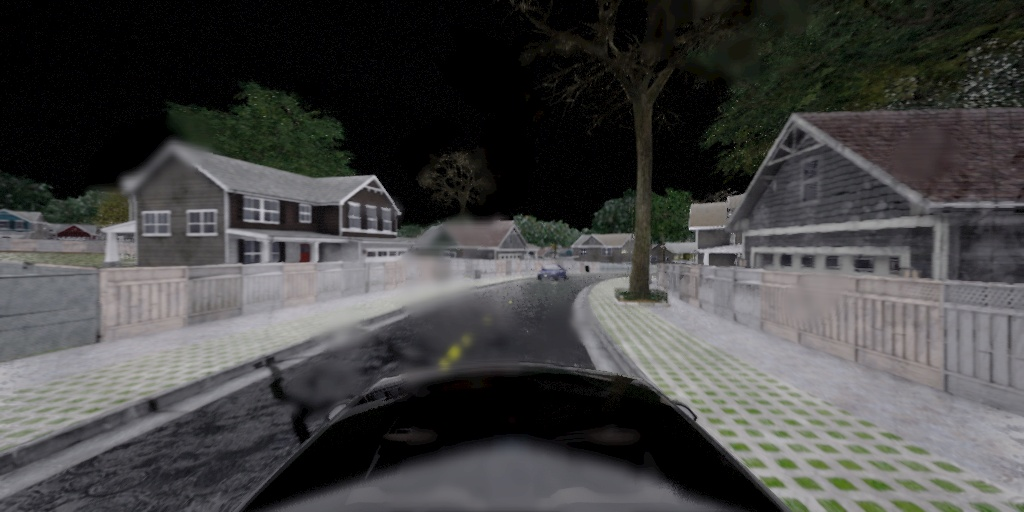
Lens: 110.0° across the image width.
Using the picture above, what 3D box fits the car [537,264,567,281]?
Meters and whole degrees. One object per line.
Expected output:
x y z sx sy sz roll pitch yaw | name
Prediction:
3.778 1.443 32.756 1.812 1.442 4.674 1 -1 23 | car
